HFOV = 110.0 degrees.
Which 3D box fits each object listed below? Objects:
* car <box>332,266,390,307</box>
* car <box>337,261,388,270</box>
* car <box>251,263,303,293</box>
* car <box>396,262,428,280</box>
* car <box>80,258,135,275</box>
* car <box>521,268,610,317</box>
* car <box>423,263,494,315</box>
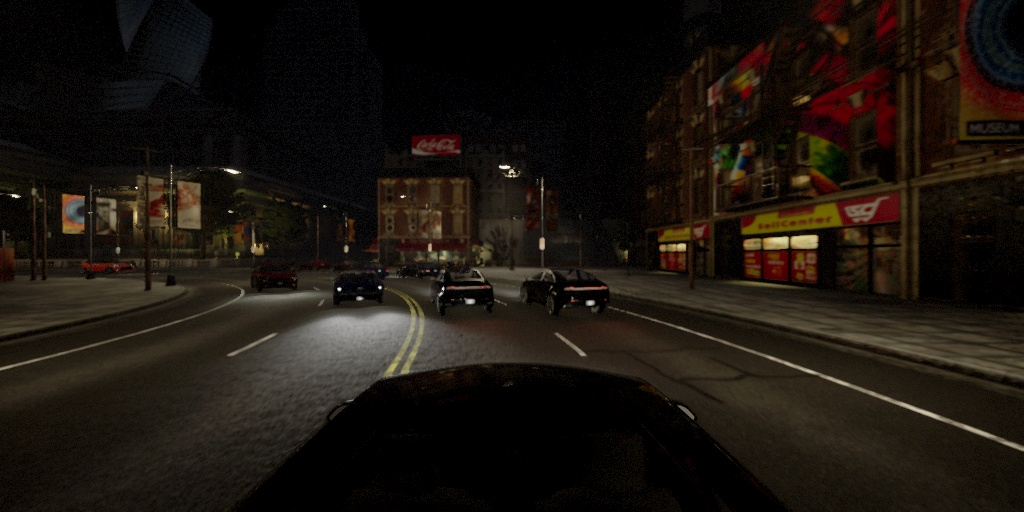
[{"bbox_3d":[-6.741,1.317,15.723,1.895,1.301,4.718,0,0,-25],"label":"car"},{"bbox_3d":[-12.222,1.226,29.824,5.357,1.411,2.033,0,0,43],"label":"car"},{"bbox_3d":[-13.984,1.195,21.060,1.882,1.535,5.008,0,0,-41],"label":"car"},{"bbox_3d":[-7.828,1.212,30.320,2.033,1.411,5.357,0,0,-44],"label":"car"},{"bbox_3d":[-44.081,1.086,39.162,4.553,1.767,2.097,0,0,4],"label":"car"},{"bbox_3d":[1.736,1.193,13.158,2.128,1.511,4.902,0,0,-15],"label":"car"},{"bbox_3d":[-2.007,1.203,13.537,2.128,1.511,4.902,0,0,-17],"label":"car"}]
